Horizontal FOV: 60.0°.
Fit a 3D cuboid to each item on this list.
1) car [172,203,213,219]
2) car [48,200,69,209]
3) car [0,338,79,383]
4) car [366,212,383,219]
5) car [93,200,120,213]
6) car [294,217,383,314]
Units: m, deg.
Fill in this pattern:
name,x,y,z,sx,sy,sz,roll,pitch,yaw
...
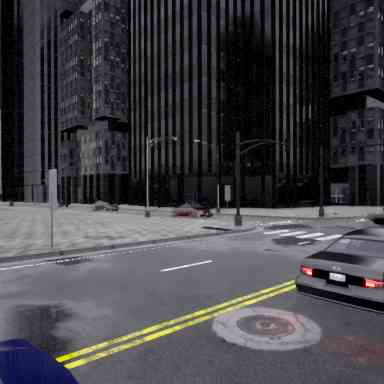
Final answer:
name,x,y,z,sx,sy,sz,roll,pitch,yaw
car,-0.028,1.761,30.755,1.994,1.385,4.181,0,0,-42
car,-22.469,2.012,55.898,2.033,1.411,5.357,0,0,-42
car,-2.651,1.601,1.171,4.718,1.301,1.895,0,0,-42
car,13.366,1.601,20.265,4.718,1.301,1.895,0,0,17
car,-11.241,1.874,43.255,1.837,1.490,4.892,0,0,-42
car,4.426,1.547,7.537,5.357,1.411,2.033,0,0,-42
